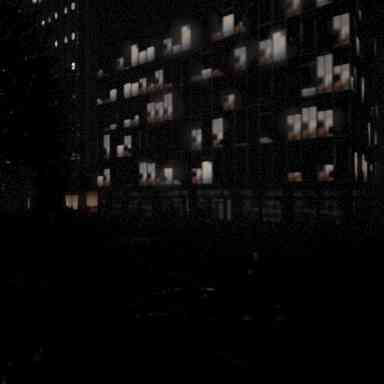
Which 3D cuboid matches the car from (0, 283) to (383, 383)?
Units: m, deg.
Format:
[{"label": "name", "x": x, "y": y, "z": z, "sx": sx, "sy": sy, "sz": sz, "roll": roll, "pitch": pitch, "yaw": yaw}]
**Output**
[{"label": "car", "x": -0.263, "y": 1.571, "z": 3.067, "sx": 4.313, "sy": 1.339, "sz": 1.947, "roll": 0, "pitch": 0, "yaw": 36}]
